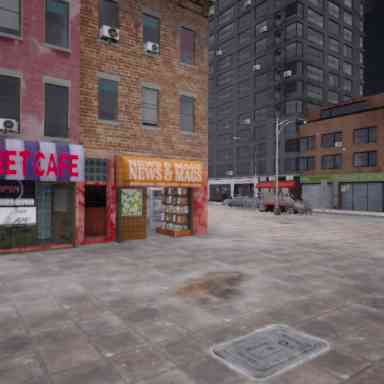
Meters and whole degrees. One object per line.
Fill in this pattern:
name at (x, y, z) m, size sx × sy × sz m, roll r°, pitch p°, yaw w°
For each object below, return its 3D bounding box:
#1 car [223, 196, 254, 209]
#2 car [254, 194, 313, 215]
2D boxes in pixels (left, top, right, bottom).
car at (5.678, 1.112, 36.471) m, size 2.033 × 1.411 × 5.357 m, roll 1°, pitch 1°, yaw -35°
car at (7.912, 1.022, 28.218) m, size 2.097 × 1.767 × 4.553 m, roll 1°, pitch 1°, yaw -35°
